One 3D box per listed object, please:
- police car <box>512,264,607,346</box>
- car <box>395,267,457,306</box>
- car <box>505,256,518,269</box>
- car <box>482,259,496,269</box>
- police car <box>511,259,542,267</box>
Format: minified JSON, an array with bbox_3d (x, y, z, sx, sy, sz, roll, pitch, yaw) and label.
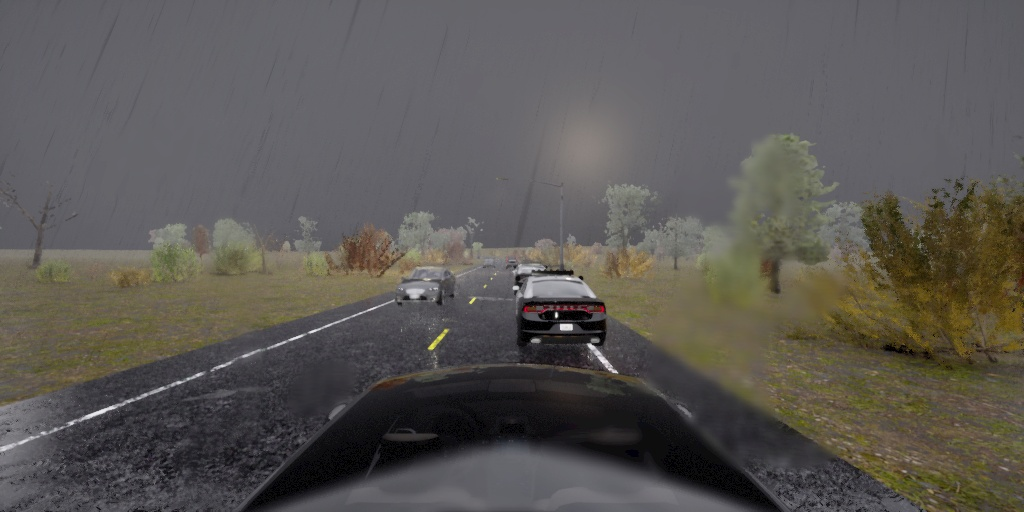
[{"bbox_3d":[1.050,1.170,9.512,1.930,1.638,5.238,0,0,0],"label":"police car"},{"bbox_3d":[-3.601,1.230,15.711,2.128,1.511,4.902,0,0,0],"label":"car"},{"bbox_3d":[0.056,1.164,52.581,1.837,1.490,4.892,0,0,0],"label":"car"},{"bbox_3d":[-3.522,1.156,55.148,1.837,1.490,4.892,0,0,0],"label":"car"},{"bbox_3d":[1.049,1.158,19.514,1.930,1.638,5.238,0,0,0],"label":"police car"}]
